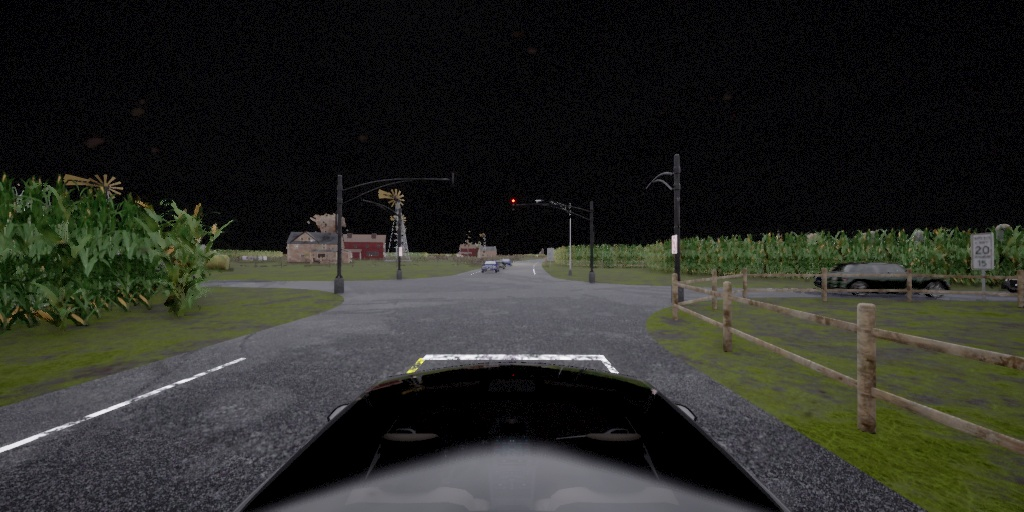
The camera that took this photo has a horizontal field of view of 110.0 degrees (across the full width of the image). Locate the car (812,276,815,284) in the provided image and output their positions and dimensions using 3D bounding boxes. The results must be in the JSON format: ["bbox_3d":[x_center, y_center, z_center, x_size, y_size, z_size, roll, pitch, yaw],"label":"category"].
[{"bbox_3d":[20.380,1.401,20.606,4.718,1.301,1.895,0,-1,9],"label":"car"}]

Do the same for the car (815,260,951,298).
[{"bbox_3d":[18.626,1.113,18.027,4.553,1.767,2.097,0,-1,11],"label":"car"}]

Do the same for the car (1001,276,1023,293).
[{"bbox_3d":[29.348,1.377,19.058,4.181,1.385,1.994,0,-1,10],"label":"car"}]

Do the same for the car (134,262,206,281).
[{"bbox_3d":[-24.191,1.195,25.293,4.902,1.511,2.128,0,-1,9],"label":"car"}]

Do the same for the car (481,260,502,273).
[{"bbox_3d":[-2.598,1.271,43.938,1.812,1.442,4.674,0,0,3],"label":"car"}]

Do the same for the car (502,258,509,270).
[{"bbox_3d":[-2.067,1.303,53.993,1.994,1.385,4.181,0,0,4],"label":"car"}]
